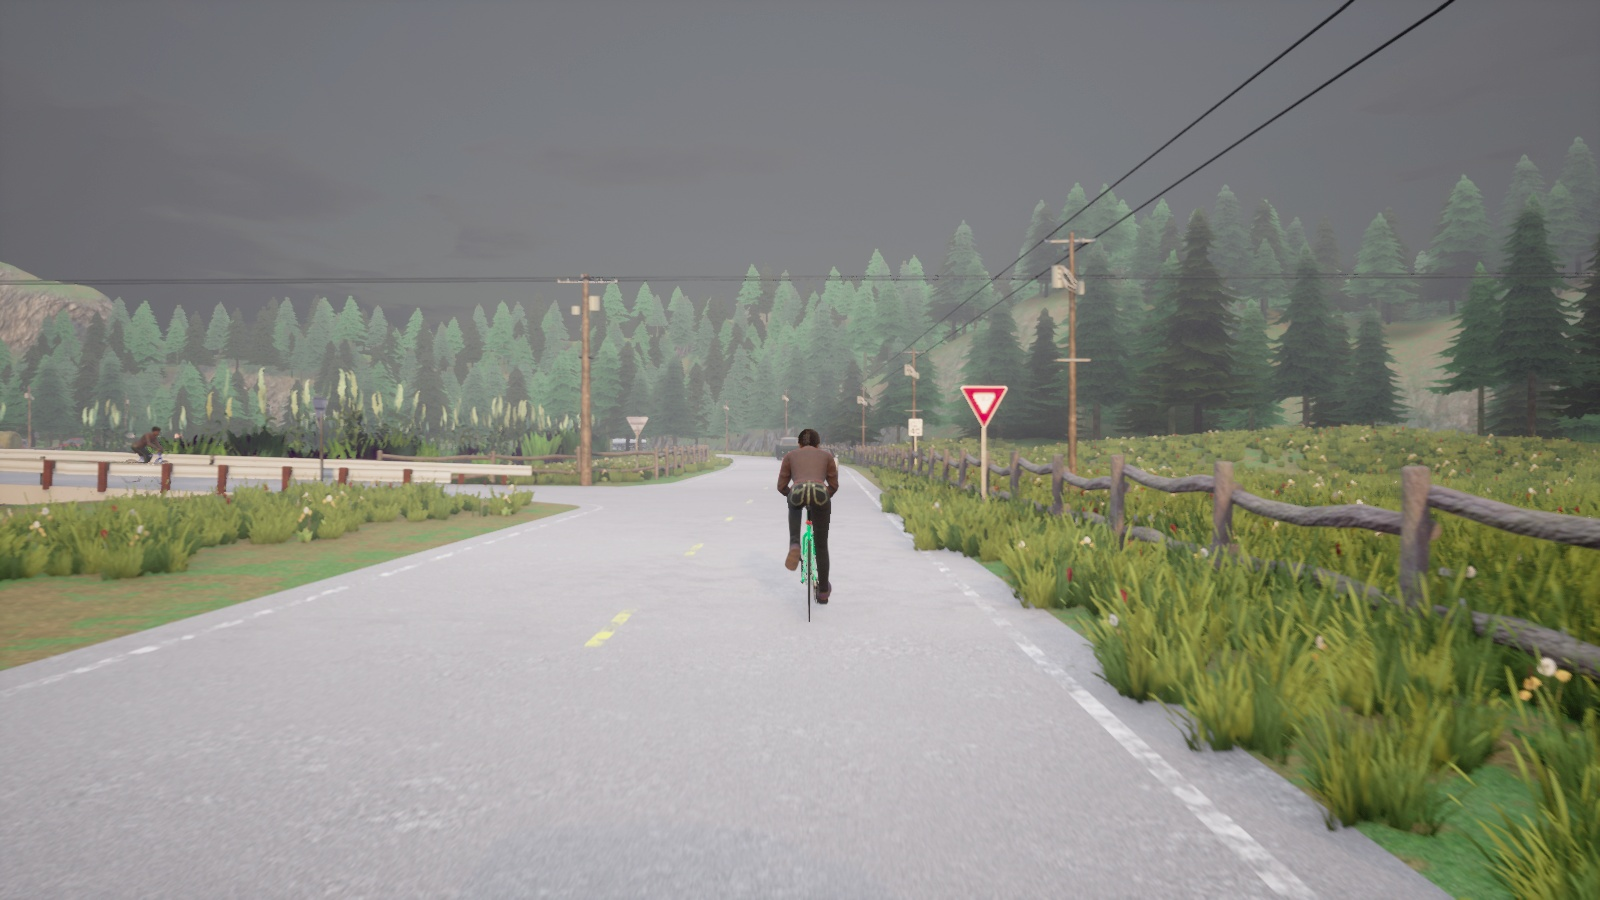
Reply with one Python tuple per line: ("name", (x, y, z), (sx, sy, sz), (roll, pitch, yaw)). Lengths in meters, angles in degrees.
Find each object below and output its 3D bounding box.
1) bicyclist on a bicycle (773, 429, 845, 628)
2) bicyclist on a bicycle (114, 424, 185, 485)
("bicyclist on a bicycle", (0.078, 0.637, 11.026), (0.582, 1.620, 1.656), (0, 0, 0))
("bicyclist on a bicycle", (-18.072, 0.133, 34.900), (1.656, 1.620, 0.582), (2, 0, 2))
